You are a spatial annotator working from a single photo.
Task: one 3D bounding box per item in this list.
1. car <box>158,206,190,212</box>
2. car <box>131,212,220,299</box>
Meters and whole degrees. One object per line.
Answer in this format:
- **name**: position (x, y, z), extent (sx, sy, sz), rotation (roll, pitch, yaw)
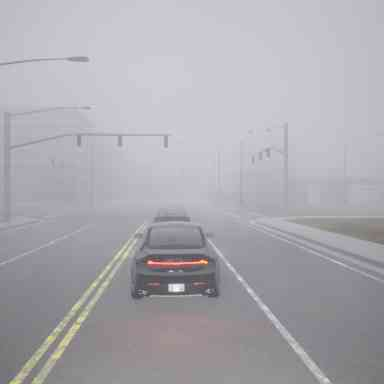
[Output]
- **car**: position (-1.079, 1.478, 17.976), extent (1.882, 1.535, 5.008), rotation (0, 0, -4)
- **car**: position (-0.442, 1.505, 8.503), extent (1.837, 1.490, 4.892), rotation (0, 0, -4)
